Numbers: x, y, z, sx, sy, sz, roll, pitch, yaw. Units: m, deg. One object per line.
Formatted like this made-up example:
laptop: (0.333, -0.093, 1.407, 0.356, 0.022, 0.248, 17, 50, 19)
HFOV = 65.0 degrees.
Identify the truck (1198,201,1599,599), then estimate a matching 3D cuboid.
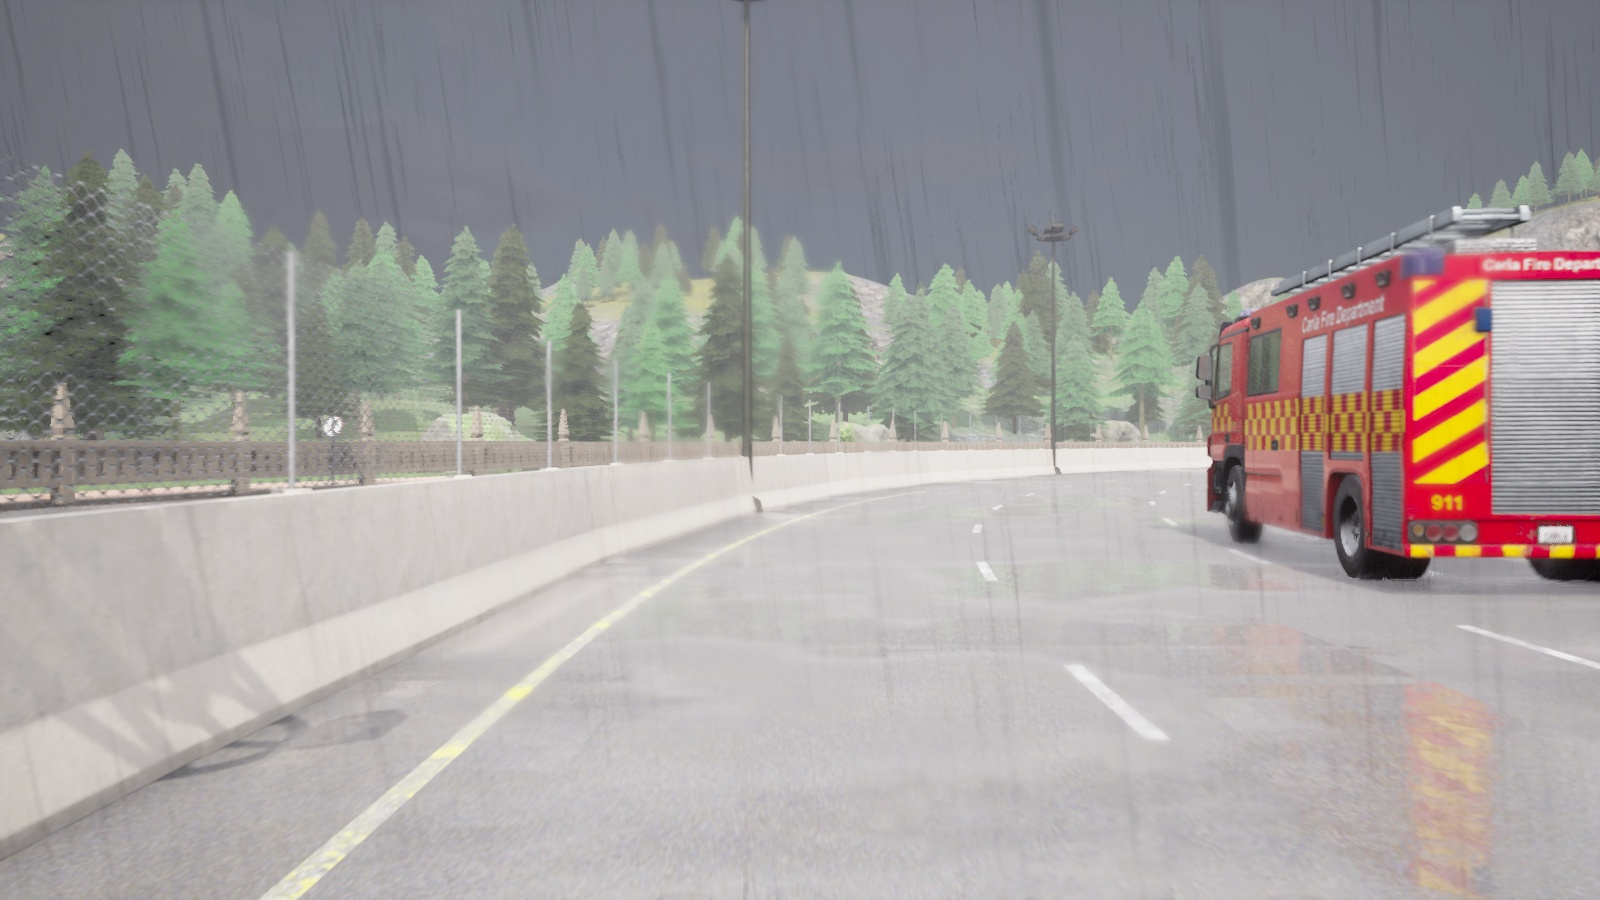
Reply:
truck: (7.614, -0.504, 16.326, 2.891, 3.827, 8.468, 0, 0, 5)
